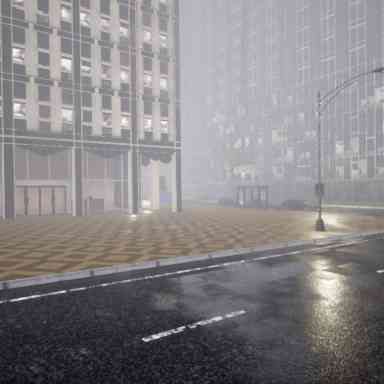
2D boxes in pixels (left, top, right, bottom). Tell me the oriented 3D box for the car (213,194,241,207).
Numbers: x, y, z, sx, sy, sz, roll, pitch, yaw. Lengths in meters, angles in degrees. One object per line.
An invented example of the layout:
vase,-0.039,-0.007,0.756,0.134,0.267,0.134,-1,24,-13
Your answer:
car,5.284,1.318,45.301,1.947,1.339,4.313,-1,1,-34

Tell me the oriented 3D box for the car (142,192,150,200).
car,-10.758,1.038,68.756,2.008,1.369,4.403,0,1,-34

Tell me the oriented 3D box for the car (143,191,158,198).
car,-10.284,0.685,82.867,1.967,1.590,4.097,0,1,-34

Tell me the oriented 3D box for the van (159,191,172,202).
van,-4.323,0.936,59.383,1.690,1.788,3.998,0,1,-34

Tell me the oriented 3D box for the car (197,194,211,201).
car,2.586,1.042,64.128,1.802,1.307,4.206,-1,1,-34

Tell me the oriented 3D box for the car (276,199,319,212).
car,11.656,1.422,35.886,1.947,1.339,4.313,-1,1,-34

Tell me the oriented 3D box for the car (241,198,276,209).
car,8.453,1.387,40.583,1.802,1.307,4.206,-1,1,-34

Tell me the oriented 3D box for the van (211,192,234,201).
van,5.802,0.854,59.440,1.690,1.788,3.998,-1,1,-34

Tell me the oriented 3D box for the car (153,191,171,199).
car,-7.067,0.614,78.181,2.192,1.841,5.009,0,1,-34
